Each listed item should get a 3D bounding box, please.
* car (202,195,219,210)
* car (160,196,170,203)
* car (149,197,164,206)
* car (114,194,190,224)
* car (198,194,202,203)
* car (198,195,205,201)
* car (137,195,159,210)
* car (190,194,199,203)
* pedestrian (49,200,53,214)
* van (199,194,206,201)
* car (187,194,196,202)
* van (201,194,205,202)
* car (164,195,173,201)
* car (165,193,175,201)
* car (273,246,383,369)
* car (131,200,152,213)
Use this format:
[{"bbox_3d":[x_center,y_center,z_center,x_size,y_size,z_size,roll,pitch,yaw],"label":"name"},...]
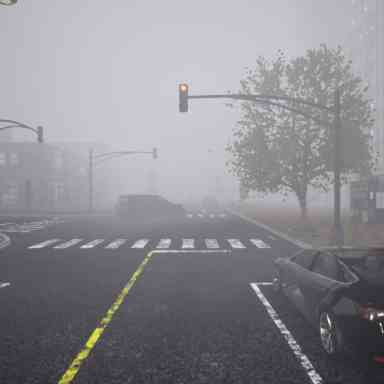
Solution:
[{"bbox_3d":[2.631,1.528,43.943,1.752,1.417,4.829,0,0,0],"label":"car"},{"bbox_3d":[-5.789,1.532,71.344,1.752,1.417,4.829,0,0,0],"label":"car"},{"bbox_3d":[-5.765,1.555,54.861,2.008,1.369,4.403,0,0,0],"label":"car"},{"bbox_3d":[-3.163,1.225,25.404,5.566,2.045,2.150,0,1,-41],"label":"car"},{"bbox_3d":[2.607,1.556,60.427,2.008,1.369,4.403,0,0,0],"label":"car"},{"bbox_3d":[2.567,1.534,88.352,1.752,1.417,4.829,0,0,0],"label":"car"},{"bbox_3d":[-5.748,1.318,43.759,2.192,1.841,5.009,0,0,0],"label":"car"},{"bbox_3d":[-0.008,1.570,69.511,1.994,1.385,4.181,0,0,0],"label":"car"},{"bbox_3d":[-12.792,1.319,30.201,0.375,1.300,0.375,0,-1,-1],"label":"pedestrian"},{"bbox_3d":[2.576,1.349,82.631,1.690,1.788,3.998,0,0,0],"label":"van"},{"bbox_3d":[-0.113,1.363,79.430,2.097,1.767,4.553,0,0,0],"label":"car"},{"bbox_3d":[2.624,1.345,49.325,1.690,1.788,3.998,0,0,0],"label":"van"},{"bbox_3d":[-5.806,1.559,82.616,2.008,1.369,4.403,0,0,0],"label":"car"},{"bbox_3d":[-5.813,1.324,88.167,2.192,1.841,5.009,0,0,0],"label":"car"},{"bbox_3d":[2.687,1.566,5.744,1.947,1.339,4.313,0,0,0],"label":"car"},{"bbox_3d":[-5.741,1.584,38.208,1.802,1.307,4.206,0,0,0],"label":"car"}]
